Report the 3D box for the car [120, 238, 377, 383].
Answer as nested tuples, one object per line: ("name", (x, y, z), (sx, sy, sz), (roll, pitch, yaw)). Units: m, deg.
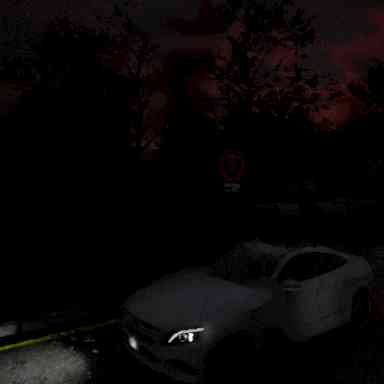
("car", (1.191, 1.527, 5.338), (4.674, 1.442, 1.812), (0, 0, -36))
